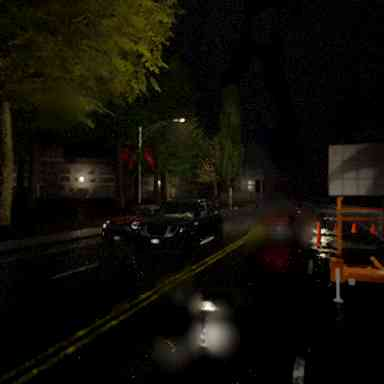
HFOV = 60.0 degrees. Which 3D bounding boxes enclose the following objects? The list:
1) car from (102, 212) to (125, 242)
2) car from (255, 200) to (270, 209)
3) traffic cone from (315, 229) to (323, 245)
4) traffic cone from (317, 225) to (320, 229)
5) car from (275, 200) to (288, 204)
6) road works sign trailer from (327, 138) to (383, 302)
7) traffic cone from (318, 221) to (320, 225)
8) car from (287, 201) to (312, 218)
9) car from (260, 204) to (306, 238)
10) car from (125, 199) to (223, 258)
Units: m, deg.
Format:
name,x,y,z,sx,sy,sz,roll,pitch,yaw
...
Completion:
name,x,y,z,sx,sy,sz,roll,pitch,yaw
car,-2.591,1.500,16.999,2.097,1.767,4.553,0,-1,21
car,11.795,2.105,54.795,1.812,1.442,4.674,0,-1,21
traffic cone,5.706,2.073,14.986,0.340,0.580,0.340,0,-1,21
traffic cone,6.417,2.089,16.855,0.340,0.580,0.340,0,-1,21
car,14.342,2.048,52.358,1.837,1.490,4.892,0,0,21
road works sign trailer,4.507,0.523,7.963,2.380,3.560,2.880,0,-1,21
traffic cone,7.128,2.106,18.724,0.340,0.580,0.340,0,-1,21
car,11.243,1.819,34.532,1.837,1.490,4.892,0,-1,21
car,5.239,1.655,18.740,1.837,1.490,4.892,0,-1,21
car,-0.289,1.338,13.911,2.150,2.045,5.566,0,-1,21
